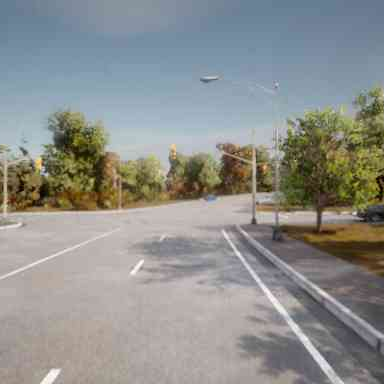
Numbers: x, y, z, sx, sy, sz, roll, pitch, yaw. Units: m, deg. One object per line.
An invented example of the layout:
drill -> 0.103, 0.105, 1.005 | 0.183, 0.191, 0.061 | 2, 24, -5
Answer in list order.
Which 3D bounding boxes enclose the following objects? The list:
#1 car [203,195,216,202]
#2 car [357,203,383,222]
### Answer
car -> 4.205, 1.489, 80.129 | 1.882, 1.535, 5.008 | 0, 2, 26
car -> 17.212, 1.772, 29.330 | 4.892, 1.490, 1.837 | -1, -1, 3
